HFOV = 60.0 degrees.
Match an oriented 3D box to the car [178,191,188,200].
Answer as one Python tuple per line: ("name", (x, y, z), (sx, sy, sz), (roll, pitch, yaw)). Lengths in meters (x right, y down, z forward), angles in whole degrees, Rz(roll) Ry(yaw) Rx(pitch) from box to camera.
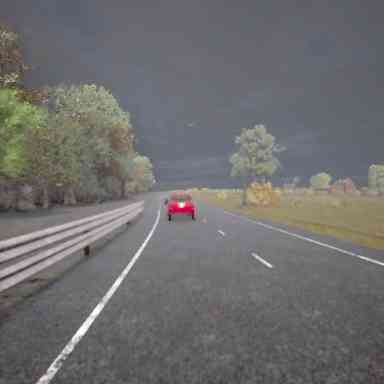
("car", (-2.311, 0.855, 80.881), (2.150, 2.045, 5.566), (0, 0, -5))

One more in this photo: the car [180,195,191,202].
("car", (-1.407, 1.413, 70.916), (1.895, 1.301, 4.718), (0, 0, -5))

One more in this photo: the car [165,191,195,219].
("car", (-0.992, 1.159, 28.123), (2.150, 2.045, 5.566), (0, 0, -5))

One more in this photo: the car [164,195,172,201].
("car", (-5.867, 1.400, 81.382), (1.895, 1.301, 4.718), (0, 0, -5))
